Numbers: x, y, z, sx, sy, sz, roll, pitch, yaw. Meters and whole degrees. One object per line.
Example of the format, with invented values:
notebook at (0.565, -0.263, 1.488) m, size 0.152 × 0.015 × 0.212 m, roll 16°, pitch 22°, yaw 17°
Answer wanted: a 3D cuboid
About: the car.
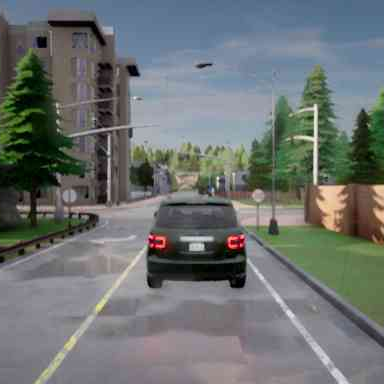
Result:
car at (0.095, 1.118, 9.052) m, size 2.150 × 2.045 × 5.566 m, roll 0°, pitch 1°, yaw 0°
